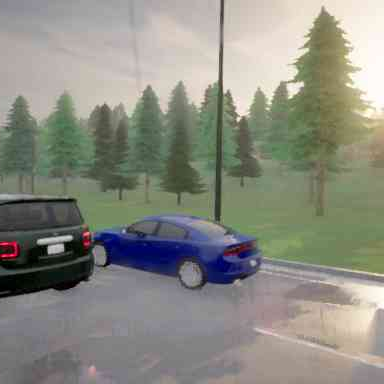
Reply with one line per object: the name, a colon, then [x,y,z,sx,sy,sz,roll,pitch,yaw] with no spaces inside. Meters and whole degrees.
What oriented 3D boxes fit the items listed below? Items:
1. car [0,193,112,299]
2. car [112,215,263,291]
car: [-4.507,1.021,7.210,5.566,2.045,2.150,1,1,35]
car: [-0.648,1.336,8.748,5.008,1.535,1.882,2,1,35]
